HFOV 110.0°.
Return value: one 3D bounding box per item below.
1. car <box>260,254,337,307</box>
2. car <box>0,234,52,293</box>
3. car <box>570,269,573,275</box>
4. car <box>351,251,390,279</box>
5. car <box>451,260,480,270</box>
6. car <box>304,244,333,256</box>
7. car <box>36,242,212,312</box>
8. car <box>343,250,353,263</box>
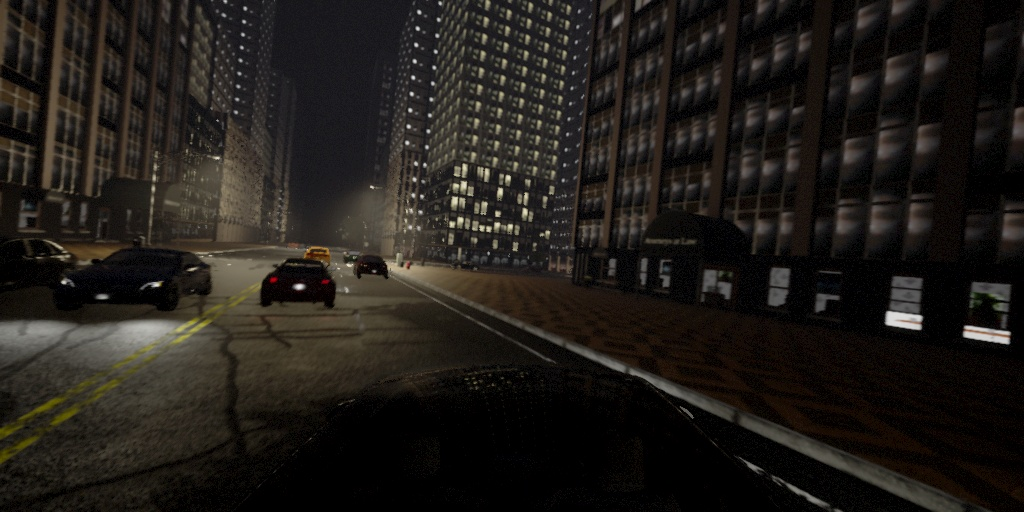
[{"bbox_3d":[-6.985,0.784,12.032,1.994,1.385,4.181,5,0,-27],"label":"car"},{"bbox_3d":[-12.615,0.209,8.401,1.837,1.490,4.892,5,0,-27],"label":"car"},{"bbox_3d":[12.838,3.401,64.097,4.313,1.339,1.948,0,0,-28],"label":"car"},{"bbox_3d":[-9.235,0.637,23.483,1.812,1.442,4.674,5,0,-27],"label":"car"},{"bbox_3d":[-6.941,1.370,53.416,4.403,1.370,2.007,0,0,-28],"label":"car"},{"bbox_3d":[-16.229,0.034,30.071,1.882,1.535,5.008,5,0,-27],"label":"car"},{"bbox_3d":[-9.597,0.501,9.591,1.812,1.442,4.674,5,0,-27],"label":"car"},{"bbox_3d":[-17.271,0.101,39.155,1.994,1.385,4.181,5,0,-27],"label":"car"}]
